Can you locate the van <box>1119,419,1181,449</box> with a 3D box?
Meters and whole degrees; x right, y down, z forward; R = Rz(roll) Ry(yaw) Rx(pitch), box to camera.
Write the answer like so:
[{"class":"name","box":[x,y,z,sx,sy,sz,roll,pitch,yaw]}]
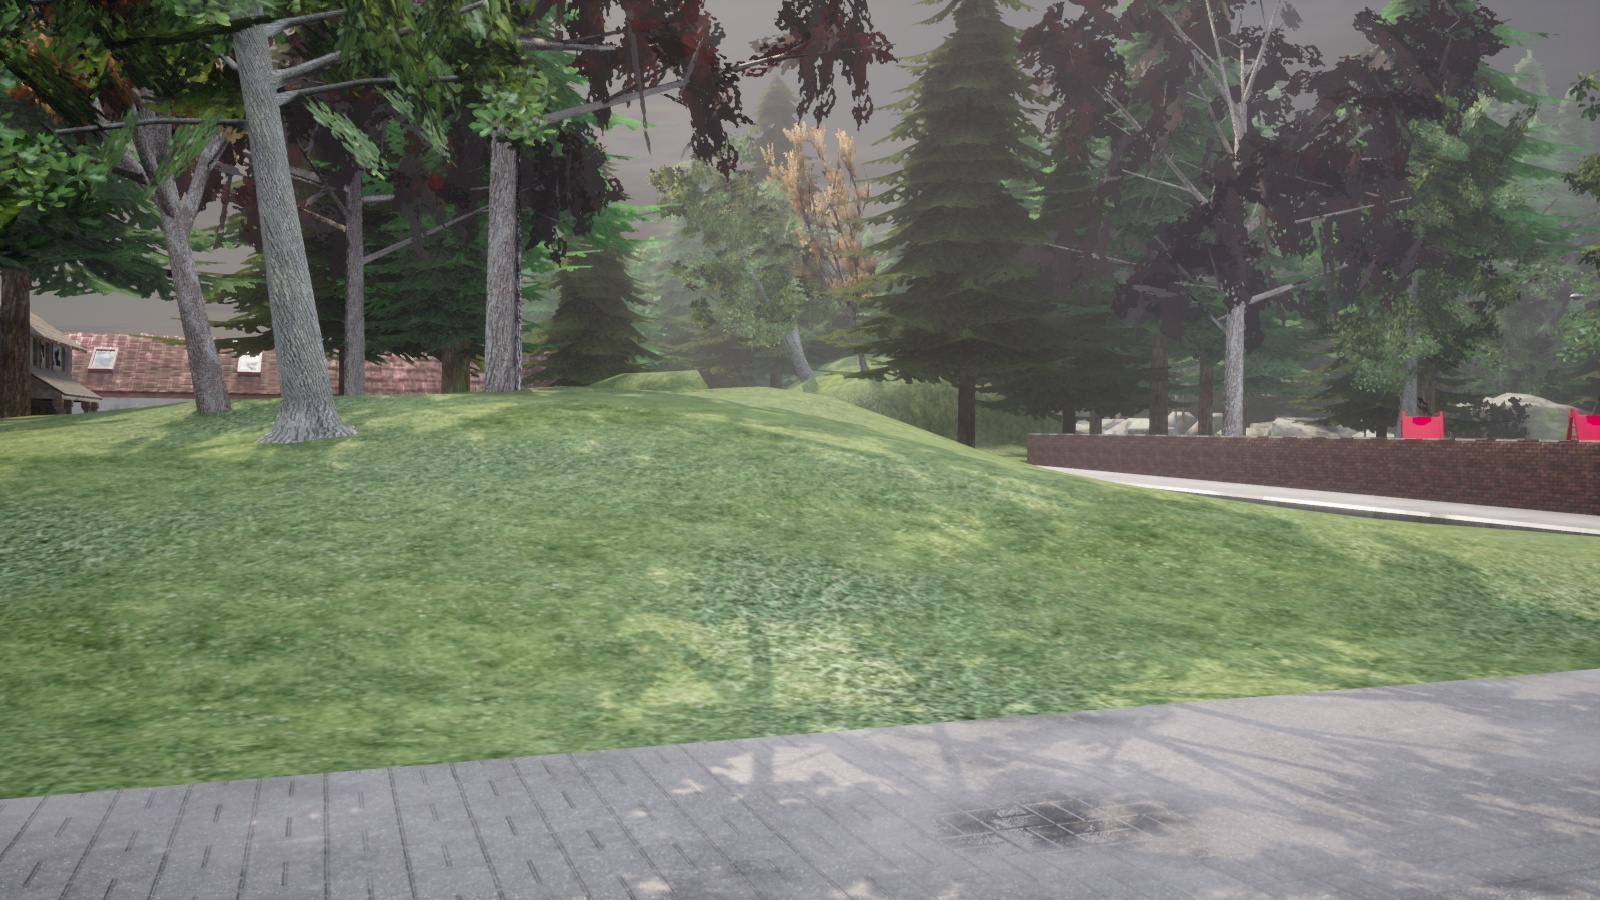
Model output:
[{"class":"van","box":[23.606,-1.085,84.872,1.775,1.987,4.442,-1,1,-21]}]
